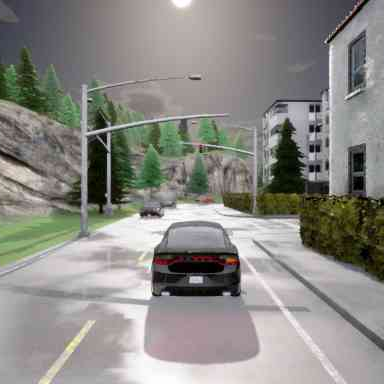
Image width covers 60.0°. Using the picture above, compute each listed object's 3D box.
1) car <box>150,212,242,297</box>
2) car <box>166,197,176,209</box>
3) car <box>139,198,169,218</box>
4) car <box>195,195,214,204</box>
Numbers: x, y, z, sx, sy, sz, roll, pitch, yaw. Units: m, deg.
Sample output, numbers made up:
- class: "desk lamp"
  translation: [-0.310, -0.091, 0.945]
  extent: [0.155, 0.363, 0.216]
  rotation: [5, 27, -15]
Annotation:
- class: "car"
  translation: [0.097, 1.478, 8.646]
  extent: [1.882, 1.535, 5.008]
  rotation: [0, 0, 0]
- class: "car"
  translation: [-3.235, 1.505, 45.345]
  extent: [1.837, 1.490, 4.892]
  rotation: [0, 0, 4]
- class: "car"
  translation: [-3.526, 1.547, 30.055]
  extent: [2.033, 1.411, 5.357]
  rotation: [0, 0, 0]
- class: "car"
  translation: [2.410, 1.351, 64.453]
  extent: [2.097, 1.767, 4.553]
  rotation: [0, 0, 35]
